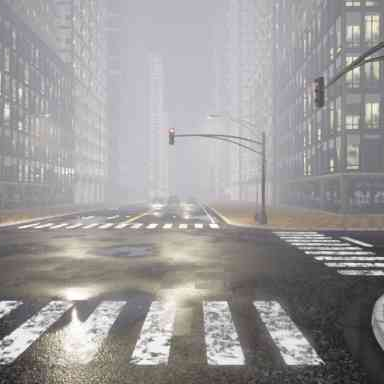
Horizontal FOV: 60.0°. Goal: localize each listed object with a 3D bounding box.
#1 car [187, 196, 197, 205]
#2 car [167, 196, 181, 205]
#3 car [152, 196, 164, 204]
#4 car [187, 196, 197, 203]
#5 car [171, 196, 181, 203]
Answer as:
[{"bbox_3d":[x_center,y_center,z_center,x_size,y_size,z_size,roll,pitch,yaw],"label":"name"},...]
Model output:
[{"bbox_3d":[-0.034,1.703,60.626,1.895,1.301,4.718,0,0,0],"label":"car"},{"bbox_3d":[-3.284,1.453,60.149,2.097,1.767,4.553,0,0,0],"label":"car"},{"bbox_3d":[-6.536,1.608,64.345,2.128,1.511,4.902,0,0,0],"label":"car"},{"bbox_3d":[-0.039,1.541,70.598,1.994,1.385,4.181,0,0,0],"label":"car"},{"bbox_3d":[-3.289,1.565,70.209,1.895,1.301,4.718,0,0,0],"label":"car"}]
